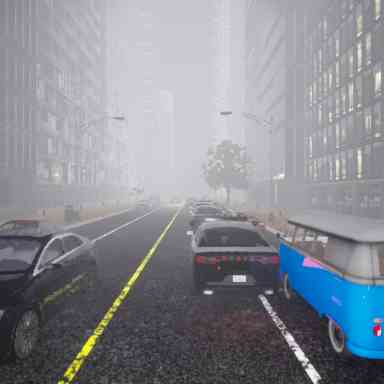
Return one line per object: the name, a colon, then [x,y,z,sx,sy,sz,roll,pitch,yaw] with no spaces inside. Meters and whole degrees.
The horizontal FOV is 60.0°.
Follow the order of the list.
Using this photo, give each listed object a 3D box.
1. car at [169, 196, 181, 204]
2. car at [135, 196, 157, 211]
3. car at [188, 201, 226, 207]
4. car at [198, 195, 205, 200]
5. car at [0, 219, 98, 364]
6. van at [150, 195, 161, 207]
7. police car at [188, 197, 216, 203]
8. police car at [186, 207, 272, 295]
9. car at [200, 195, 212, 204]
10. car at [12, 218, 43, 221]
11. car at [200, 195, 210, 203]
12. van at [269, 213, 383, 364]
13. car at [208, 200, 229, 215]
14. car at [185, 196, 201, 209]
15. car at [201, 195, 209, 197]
car: [-3.085,1.464,60.958,2.128,1.511,4.902,0,0,0]
car: [-5.745,1.548,39.855,2.008,1.369,4.403,0,0,0]
car: [0.874,1.478,18.725,1.882,1.535,5.008,0,0,0]
car: [2.566,1.463,91.095,1.887,1.381,4.507,0,0,0]
car: [-3.108,1.491,5.930,2.128,1.511,4.902,0,0,0]
van: [-5.760,1.328,51.240,1.690,1.788,3.998,0,0,0]
police car: [0.866,1.425,24.835,1.930,1.638,5.238,0,0,0]
police car: [0.888,1.425,8.835,1.930,1.638,5.238,0,0,0]
car: [2.605,1.410,62.633,1.967,1.590,4.097,0,0,0]
car: [-5.706,1.582,11.392,1.802,1.307,4.206,0,0,0]
car: [2.597,1.401,68.325,1.967,1.590,4.097,0,0,0]
van: [2.683,1.341,5.709,1.690,1.788,3.998,0,0,0]
car: [2.643,1.581,34.171,1.802,1.307,4.206,0,0,0]
car: [-0.052,1.594,45.802,1.895,1.301,4.718,0,0,0]
car: [2.628,1.544,45.555,2.008,1.369,4.403,0,0,0]
